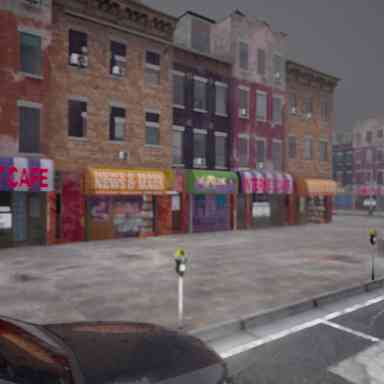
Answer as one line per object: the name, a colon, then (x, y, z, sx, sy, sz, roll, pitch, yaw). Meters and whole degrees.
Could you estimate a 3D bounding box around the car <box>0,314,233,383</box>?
car: (-1.763, 1.521, 2.027, 4.674, 1.442, 1.812, 1, 0, -35)

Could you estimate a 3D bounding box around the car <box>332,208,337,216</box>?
car: (13.357, 1.863, 36.395, 1.837, 1.490, 4.892, 1, 0, -35)
